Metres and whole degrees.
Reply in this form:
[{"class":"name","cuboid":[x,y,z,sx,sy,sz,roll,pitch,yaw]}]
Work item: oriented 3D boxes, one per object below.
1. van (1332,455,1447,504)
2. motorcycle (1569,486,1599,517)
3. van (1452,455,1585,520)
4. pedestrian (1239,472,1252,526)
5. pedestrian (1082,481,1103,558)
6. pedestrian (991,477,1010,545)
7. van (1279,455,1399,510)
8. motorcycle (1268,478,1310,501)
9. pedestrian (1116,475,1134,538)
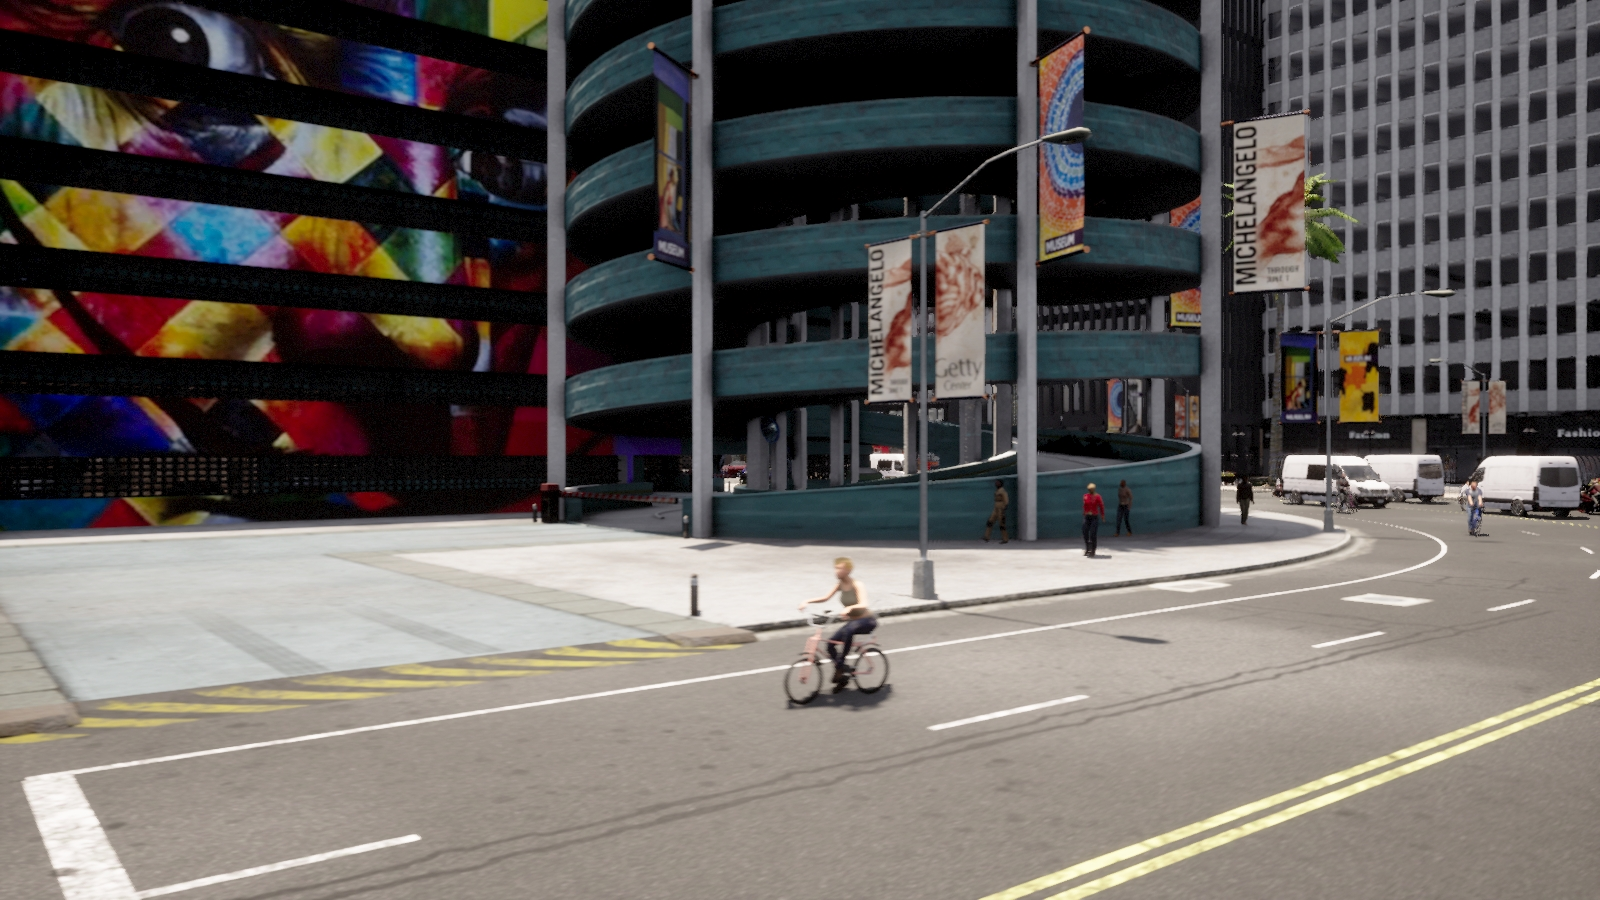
[{"class":"van","cuboid":[32.049,1.541,62.358,1.988,2.561,5.915,0,0,-17]},{"class":"motorcycle","cuboid":[34.307,2.209,49.194,0.867,1.251,2.209,-1,0,-1]},{"class":"van","cuboid":[30.845,1.539,49.331,1.988,2.561,5.915,0,0,0]},{"class":"pedestrian","cuboid":[15.470,1.701,39.691,0.375,1.860,0.375,0,0,17]},{"class":"pedestrian","cuboid":[7.175,1.700,28.002,0.375,1.860,0.375,0,0,36]},{"class":"pedestrian","cuboid":[5.602,1.700,31.862,0.375,1.860,0.375,0,0,-28]},{"class":"van","cuboid":[26.540,1.540,56.540,1.988,2.561,5.915,0,0,-15]},{"class":"motorcycle","cuboid":[27.587,2.212,64.488,0.867,1.251,2.209,-1,0,-23]},{"class":"pedestrian","cuboid":[9.795,1.700,34.479,0.375,1.860,0.375,0,0,-42]}]
